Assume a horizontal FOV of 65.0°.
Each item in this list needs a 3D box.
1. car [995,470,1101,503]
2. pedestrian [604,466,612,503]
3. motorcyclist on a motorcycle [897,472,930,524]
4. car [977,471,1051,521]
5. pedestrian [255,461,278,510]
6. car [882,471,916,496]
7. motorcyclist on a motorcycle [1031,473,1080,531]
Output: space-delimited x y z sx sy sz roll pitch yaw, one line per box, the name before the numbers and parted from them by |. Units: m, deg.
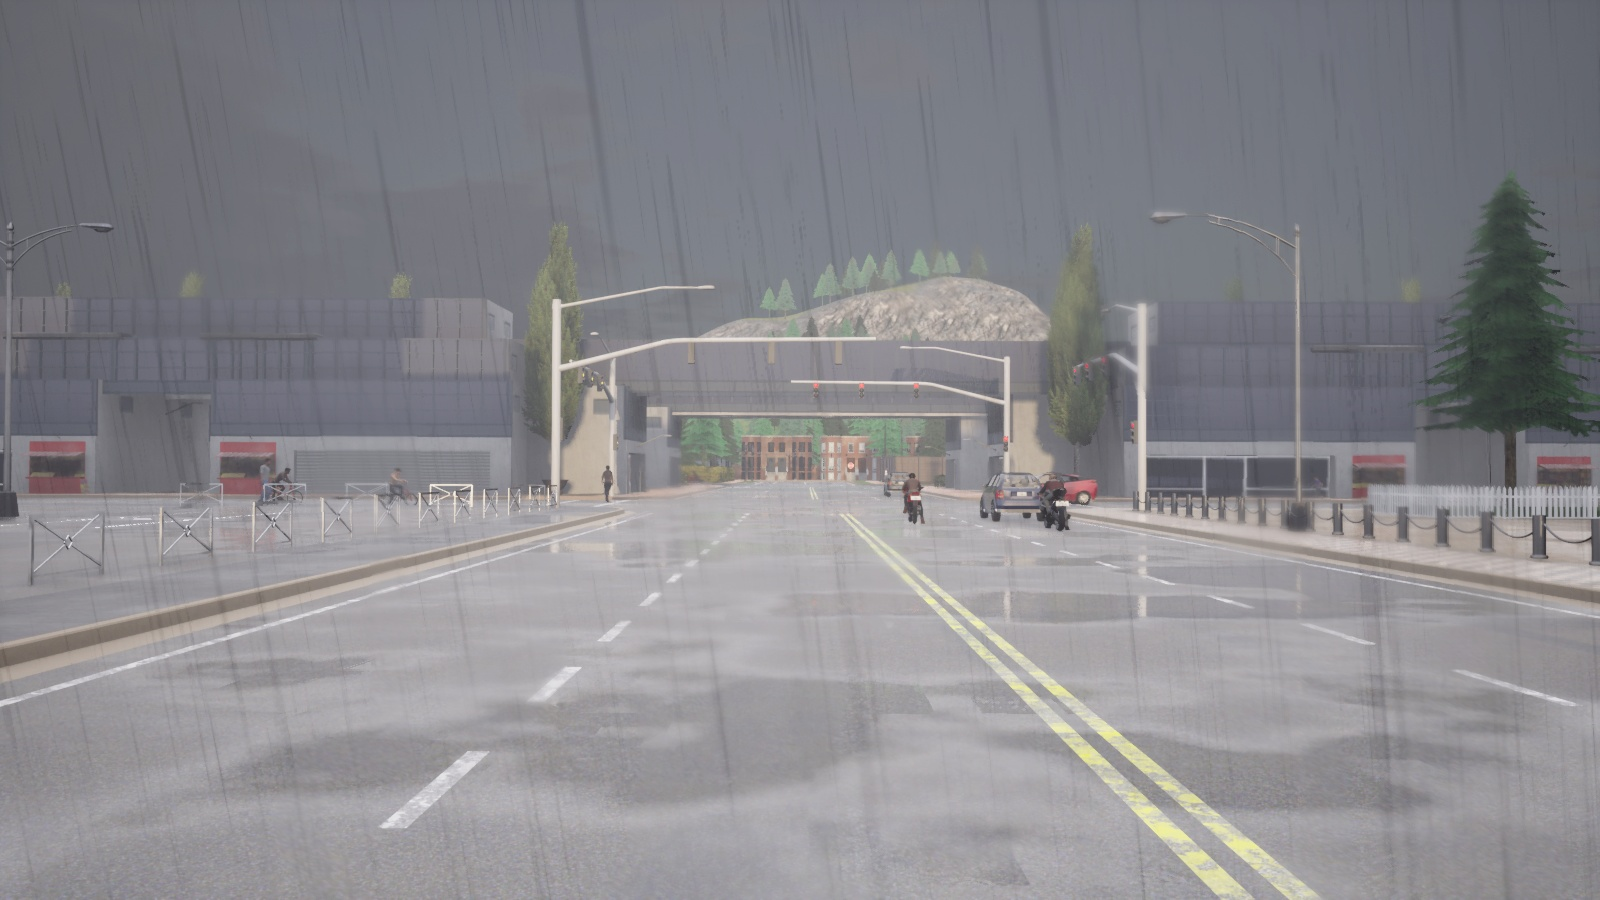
car | 11.699 1.710 59.441 4.514 1.525 2.007 0 -1 -5
pedestrian | -9.272 1.657 60.615 0.328 1.805 0.869 0 -1 -14
motorcyclist on a motorcycle | 3.393 1.415 37.733 0.797 1.523 2.044 0 -1 0
car | 6.895 1.449 40.792 1.789 1.549 3.705 0 -1 0
pedestrian | -20.286 1.354 47.755 0.706 1.836 0.354 0 -1 0
car | 6.149 2.080 78.315 1.789 1.549 3.705 0 -1 0
motorcyclist on a motorcycle | 6.913 1.394 34.125 0.866 1.530 2.191 0 -1 0
